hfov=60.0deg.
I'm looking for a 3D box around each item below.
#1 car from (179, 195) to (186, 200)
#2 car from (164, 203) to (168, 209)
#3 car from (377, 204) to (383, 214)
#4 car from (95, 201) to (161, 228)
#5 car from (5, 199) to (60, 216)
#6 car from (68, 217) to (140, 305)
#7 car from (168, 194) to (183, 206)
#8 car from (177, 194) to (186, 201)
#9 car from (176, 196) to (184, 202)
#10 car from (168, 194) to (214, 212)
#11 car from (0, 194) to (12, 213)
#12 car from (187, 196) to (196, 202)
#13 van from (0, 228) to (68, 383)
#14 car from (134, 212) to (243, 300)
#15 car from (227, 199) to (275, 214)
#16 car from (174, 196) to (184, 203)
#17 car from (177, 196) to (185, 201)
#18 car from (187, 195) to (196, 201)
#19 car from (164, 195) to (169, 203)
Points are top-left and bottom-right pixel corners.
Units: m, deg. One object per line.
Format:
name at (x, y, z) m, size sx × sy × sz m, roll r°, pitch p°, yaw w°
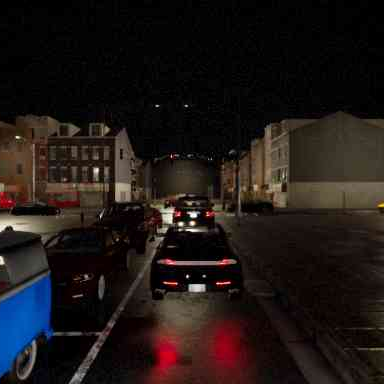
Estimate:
car at (-2.737, 1.537, 94.261) m, size 1.967 × 1.590 × 4.097 m, roll 0°, pitch 0°, yaw 0°
car at (-2.661, 1.546, 19.009) m, size 1.887 × 1.381 × 4.507 m, roll 0°, pitch 0°, yaw 0°
car at (21.524, 1.507, 33.786) m, size 5.008 × 1.535 × 1.882 m, roll 0°, pitch 0°, yaw 0°
car at (-2.658, 1.315, 13.576) m, size 2.192 × 1.841 × 5.009 m, roll 0°, pitch 0°, yaw 0°
car at (-14.483, 1.571, 30.866) m, size 4.181 × 1.385 × 1.994 m, roll 0°, pitch 0°, yaw 0°
car at (-2.651, 1.544, 8.142) m, size 1.887 × 1.381 × 4.507 m, roll 0°, pitch 0°, yaw 0°
car at (-2.700, 1.345, 56.273) m, size 2.192 × 1.841 × 5.009 m, roll 0°, pitch 0°, yaw 0°
car at (-2.732, 1.400, 88.835) m, size 2.192 × 1.841 × 5.009 m, roll 0°, pitch 0°, yaw 0°
car at (-2.720, 1.590, 77.811) m, size 1.752 × 1.417 × 4.829 m, roll 0°, pitch 0°, yaw 0°
car at (0.082, 1.223, 18.530) m, size 2.150 × 2.045 × 5.566 m, roll 0°, pitch 0°, yaw 0°
car at (-21.145, 1.203, 33.819) m, size 5.566 × 2.045 × 2.150 m, roll 0°, pitch 0°, yaw 0°
car at (-0.074, 1.649, 76.166) m, size 1.895 × 1.301 × 4.718 m, roll 0°, pitch 0°, yaw 0°
van at (-2.646, 1.341, 2.708) m, size 1.690 × 1.788 × 3.998 m, roll 0°, pitch 0°, yaw 0°
car at (0.090, 1.491, 8.337) m, size 2.128 × 1.511 × 4.902 m, roll 0°, pitch 0°, yaw 0°
car at (6.034, 1.496, 34.291) m, size 4.902 × 1.511 × 2.128 m, roll 0°, pitch 0°, yaw 6°
car at (-2.714, 1.606, 72.553) m, size 2.008 × 1.369 × 4.403 m, roll 0°, pitch 0°, yaw 0°
car at (-2.725, 1.641, 83.407) m, size 1.947 × 1.339 × 4.313 m, roll 0°, pitch 0°, yaw 0°
car at (-0.083, 1.437, 86.138) m, size 2.128 × 1.511 × 4.902 m, roll 0°, pitch 0°, yaw 0°
car at (-2.689, 1.333, 45.419) m, size 2.192 × 1.841 × 5.009 m, roll 0°, pitch 0°, yaw 0°
